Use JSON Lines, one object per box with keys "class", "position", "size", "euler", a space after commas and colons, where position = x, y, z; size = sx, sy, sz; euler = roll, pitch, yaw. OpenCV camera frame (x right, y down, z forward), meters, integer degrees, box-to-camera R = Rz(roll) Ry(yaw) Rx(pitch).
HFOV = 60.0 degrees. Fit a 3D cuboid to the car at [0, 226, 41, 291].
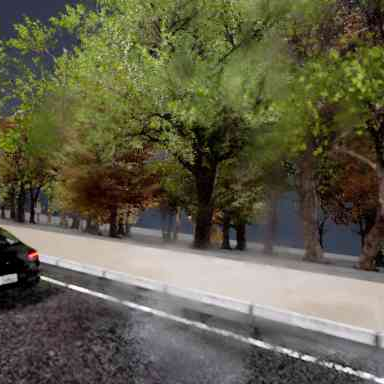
{"class": "car", "position": [-5.182, 1.373, 7.349], "size": [4.674, 1.442, 1.812], "euler": [1, 1, 35]}
